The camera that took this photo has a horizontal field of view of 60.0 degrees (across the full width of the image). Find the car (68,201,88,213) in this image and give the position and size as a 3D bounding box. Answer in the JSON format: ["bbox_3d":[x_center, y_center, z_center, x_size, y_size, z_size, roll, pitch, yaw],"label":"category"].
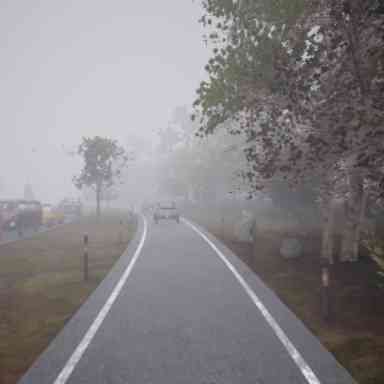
[{"bbox_3d":[-15.636,2.045,45.895,2.231,1.521,4.892,2,-2,-16],"label":"car"}]

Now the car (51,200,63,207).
[{"bbox_3d":[-34.974,2.942,86.199,2.097,1.535,5.008,-2,0,-32],"label":"car"}]

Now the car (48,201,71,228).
[{"bbox_3d":[-10.540,1.671,23.943,1.946,1.575,5.366,2,-2,-7],"label":"car"}]

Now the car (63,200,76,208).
[{"bbox_3d":[-26.451,2.614,71.767,2.097,1.535,5.008,0,-2,-27],"label":"car"}]

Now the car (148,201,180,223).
[{"bbox_3d":[-2.080,1.528,25.772,2.128,1.511,4.902,0,0,-9],"label":"car"}]

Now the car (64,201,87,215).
[{"bbox_3d":[-14.074,1.945,40.527,2.231,1.521,4.892,2,-2,-15],"label":"car"}]

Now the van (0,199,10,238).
[{"bbox_3d":[-9.230,1.326,12.914,1.878,1.987,4.442,2,-1,-4],"label":"van"}]

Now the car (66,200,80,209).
[{"bbox_3d":[-23.864,2.479,66.679,2.231,1.521,4.892,-1,-1,-25],"label":"car"}]

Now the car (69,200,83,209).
[{"bbox_3d":[-21.255,2.345,60.916,2.097,1.535,5.008,-1,-1,-23],"label":"car"}]

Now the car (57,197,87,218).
[{"bbox_3d":[-12.687,1.594,35.080,2.435,2.045,5.566,2,-2,-13],"label":"car"}]

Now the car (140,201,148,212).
[{"bbox_3d":[-5.561,1.790,42.724,1.895,1.301,4.718,-1,-1,-14],"label":"car"}]

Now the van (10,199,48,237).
[{"bbox_3d":[-9.776,1.383,18.482,1.878,1.987,4.442,2,-2,-9],"label":"van"}]
